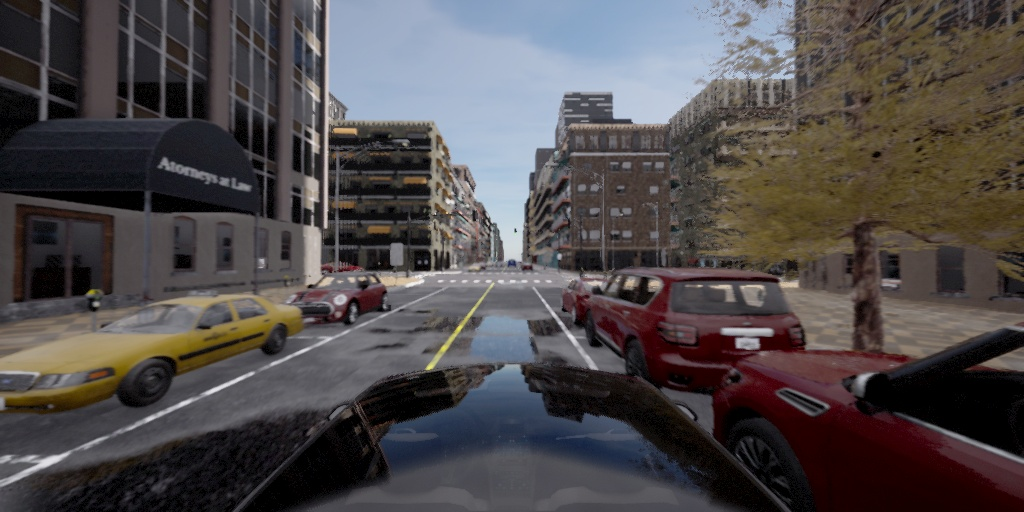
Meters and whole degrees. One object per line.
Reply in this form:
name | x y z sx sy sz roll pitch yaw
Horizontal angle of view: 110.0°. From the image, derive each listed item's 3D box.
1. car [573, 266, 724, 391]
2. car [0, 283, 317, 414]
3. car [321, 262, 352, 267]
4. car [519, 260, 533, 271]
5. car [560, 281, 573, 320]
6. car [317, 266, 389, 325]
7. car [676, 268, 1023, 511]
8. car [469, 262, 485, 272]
car | 2.689 1.105 6.488 2.192 1.841 5.009 0 0 0
car | -5.691 1.317 6.318 1.751 1.417 4.829 0 0 0
car | -17.269 1.308 36.431 4.507 1.381 1.888 0 0 0
car | 2.681 1.804 61.082 1.888 1.381 4.507 0 0 0
car | 2.688 1.383 12.048 1.888 1.381 4.507 0 0 0
car | -5.692 1.279 12.048 1.967 1.591 4.097 0 0 0
car | 2.690 1.058 0.929 2.192 1.841 5.009 0 0 0
car | -5.699 1.737 55.402 1.751 1.417 4.829 0 0 0
